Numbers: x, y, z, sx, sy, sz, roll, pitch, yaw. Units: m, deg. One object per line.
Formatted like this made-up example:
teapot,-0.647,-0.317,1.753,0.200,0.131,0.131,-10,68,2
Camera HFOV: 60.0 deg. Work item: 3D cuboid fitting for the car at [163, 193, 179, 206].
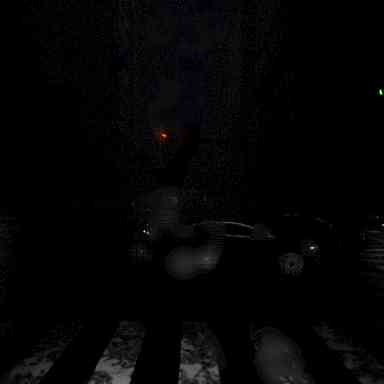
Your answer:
car,-3.287,1.211,52.158,2.150,2.045,5.566,0,0,0

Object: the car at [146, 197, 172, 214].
car,-3.222,1.518,31.607,1.812,1.442,4.674,0,0,-1

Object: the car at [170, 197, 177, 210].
car,-3.263,1.592,41.568,1.895,1.301,4.718,0,0,0

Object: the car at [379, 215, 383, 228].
car,13.487,1.652,19.613,4.718,1.301,1.895,0,1,0

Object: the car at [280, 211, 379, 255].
car,4.118,1.519,12.894,4.902,1.511,2.128,1,0,0

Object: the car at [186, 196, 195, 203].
car,-0.244,1.583,73.033,1.895,1.301,4.718,0,0,0

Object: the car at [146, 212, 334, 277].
car,1.142,1.492,9.628,4.902,1.511,2.128,0,0,0

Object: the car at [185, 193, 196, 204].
car,-0.123,1.480,62.586,2.128,1.511,4.902,0,0,0
